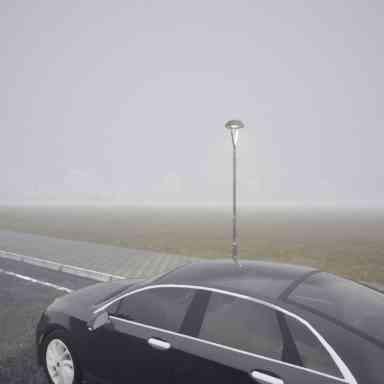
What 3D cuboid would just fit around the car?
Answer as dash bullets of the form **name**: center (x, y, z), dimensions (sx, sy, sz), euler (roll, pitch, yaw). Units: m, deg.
- **car**: center (0.263, 1.506, 3.522), dimensions (4.892, 1.490, 1.837), euler (0, 0, 36)
